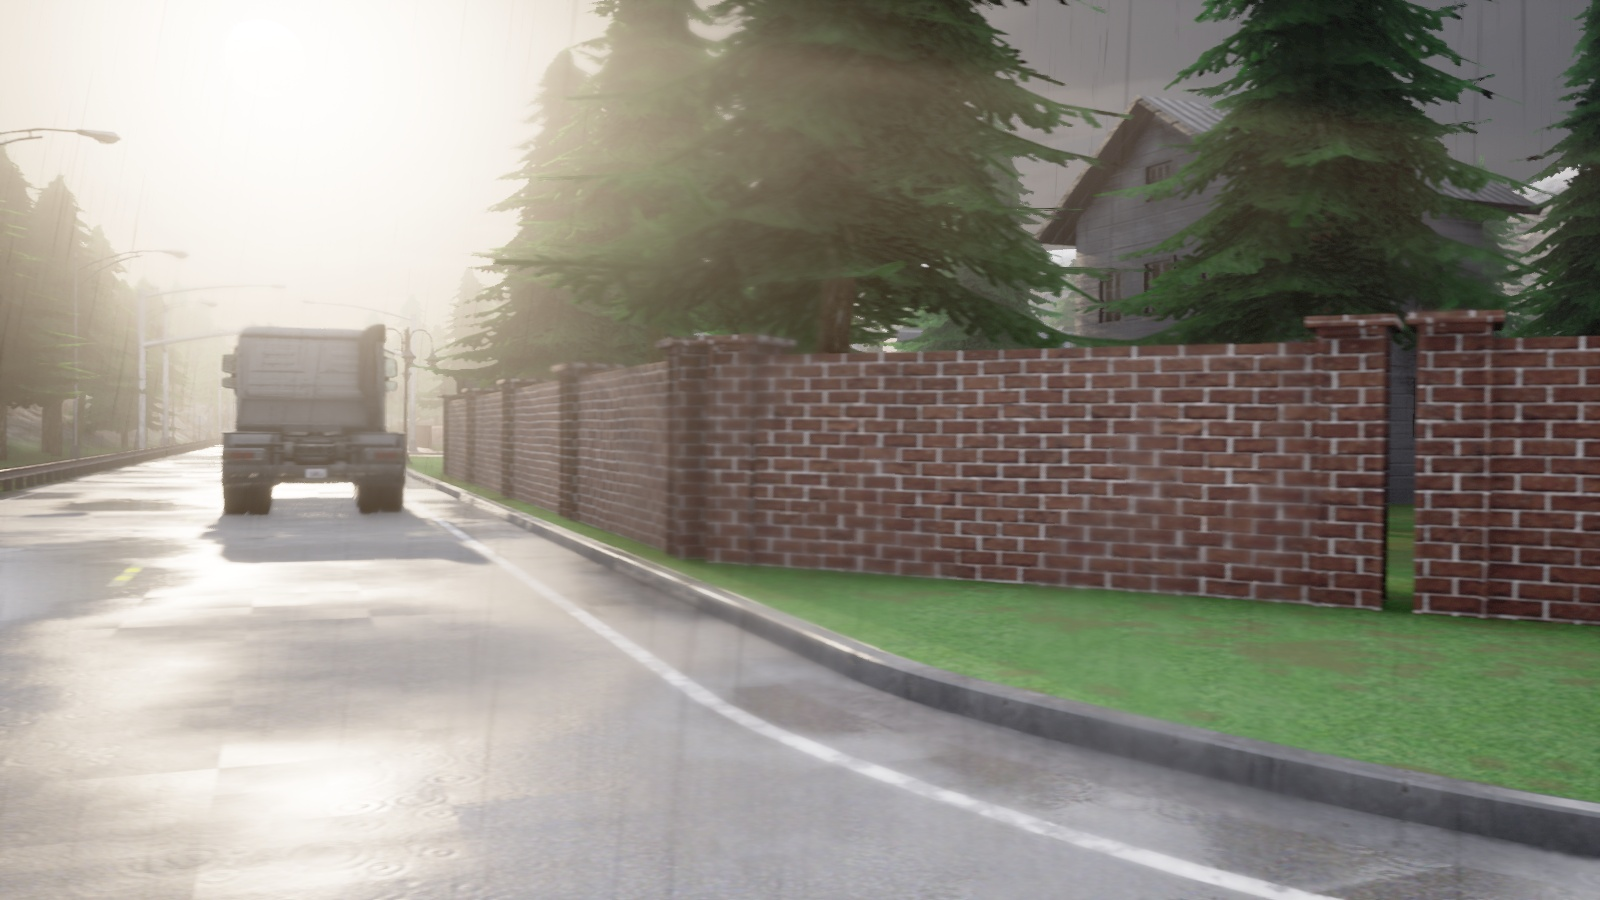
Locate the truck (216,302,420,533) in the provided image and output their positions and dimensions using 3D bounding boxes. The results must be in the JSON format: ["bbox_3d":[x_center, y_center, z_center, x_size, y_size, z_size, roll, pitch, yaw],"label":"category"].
[{"bbox_3d":[-8.861,-0.539,23.042,2.891,3.462,7.936,-1,1,-22],"label":"truck"}]
